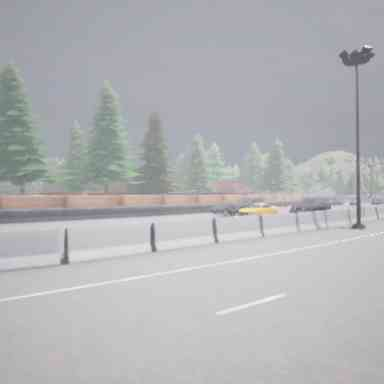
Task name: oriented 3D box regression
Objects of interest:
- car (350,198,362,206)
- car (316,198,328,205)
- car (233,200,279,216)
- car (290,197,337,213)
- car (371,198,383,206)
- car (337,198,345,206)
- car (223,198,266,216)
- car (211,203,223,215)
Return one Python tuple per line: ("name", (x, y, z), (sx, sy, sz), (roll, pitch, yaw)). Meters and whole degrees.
("car", (31.953, 2.004, 64.670), (1.882, 1.535, 5.008), (-1, -1, 30))
("car", (28.531, 2.027, 72.927), (1.882, 1.535, 5.008), (-1, -1, 29))
("car", (6.544, 1.828, 32.358), (5.008, 1.535, 1.882), (0, -1, -44))
("car", (11.734, 1.541, 32.567), (2.150, 2.045, 5.566), (-1, -1, 45))
("car", (36.086, 2.025, 64.866), (1.837, 1.490, 4.892), (-1, -1, 30))
("car", (30.606, 1.962, 69.397), (2.097, 1.767, 4.553), (-1, -1, 30))
("car", (6.308, 1.633, 37.012), (2.150, 2.045, 5.566), (-1, -1, 45))
("car", (4.263, 1.966, 39.949), (1.837, 1.490, 4.892), (-1, -1, 45))
